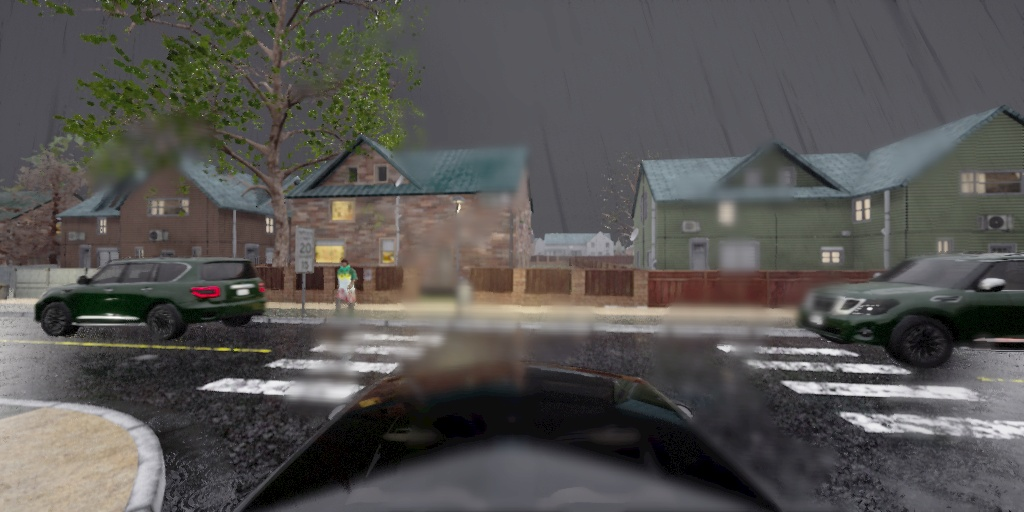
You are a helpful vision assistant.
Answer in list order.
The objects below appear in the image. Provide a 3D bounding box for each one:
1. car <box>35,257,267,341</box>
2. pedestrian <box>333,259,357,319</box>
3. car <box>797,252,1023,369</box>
[{"bbox_3d":[-9.771,1.071,9.920,5.566,2.045,2.150,0,-1,9],"label":"car"},{"bbox_3d":[-5.115,0.979,10.975,0.375,1.860,0.375,0,0,9],"label":"pedestrian"},{"bbox_3d":[9.028,0.951,6.966,5.566,2.045,2.150,0,-1,9],"label":"car"}]
